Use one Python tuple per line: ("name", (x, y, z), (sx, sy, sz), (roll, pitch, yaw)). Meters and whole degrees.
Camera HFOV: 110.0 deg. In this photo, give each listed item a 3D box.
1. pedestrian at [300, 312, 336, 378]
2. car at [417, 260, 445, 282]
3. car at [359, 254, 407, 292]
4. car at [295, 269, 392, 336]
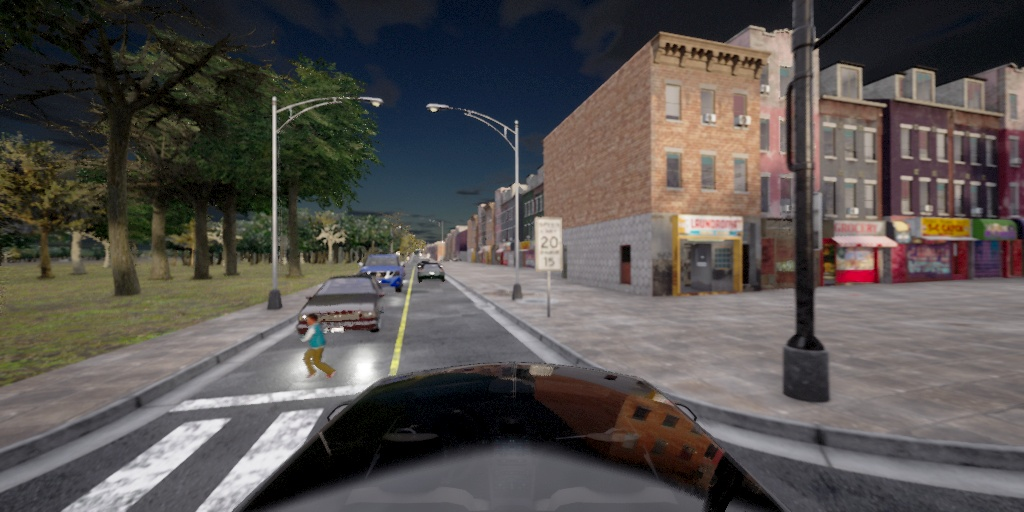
("pedestrian", (-3.170, 1.456, 5.854), (0.500, 1.100, 0.500), (0, 0, -15))
("car", (-6.414, 1.236, 28.382), (1.994, 1.385, 4.181), (0, 0, -15))
("car", (-7.422, 0.926, 20.688), (2.150, 2.045, 5.566), (0, 0, -15))
("car", (-4.845, 1.301, 10.829), (2.033, 1.411, 5.357), (0, 0, -18))
